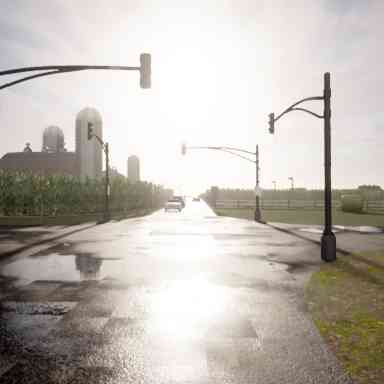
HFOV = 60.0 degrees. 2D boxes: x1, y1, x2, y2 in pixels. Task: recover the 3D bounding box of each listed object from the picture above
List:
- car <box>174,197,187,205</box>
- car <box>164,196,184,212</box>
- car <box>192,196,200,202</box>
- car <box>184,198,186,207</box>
[{"bbox_3d":[-2.003,1.621,60.134,2.033,1.411,5.357,0,0,1],"label":"car"},{"bbox_3d":[-2.232,1.565,40.126,1.812,1.442,4.674,0,0,1],"label":"car"},{"bbox_3d":[1.024,1.725,80.219,1.895,1.301,4.718,0,0,1],"label":"car"},{"bbox_3d":[-2.130,1.406,49.953,2.097,1.767,4.553,0,0,1],"label":"car"}]
